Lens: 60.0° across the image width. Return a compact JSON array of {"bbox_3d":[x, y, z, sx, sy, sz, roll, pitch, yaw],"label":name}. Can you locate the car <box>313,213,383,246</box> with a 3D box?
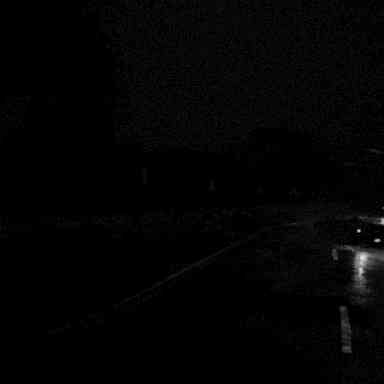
[{"bbox_3d":[7.654,1.750,16.102,1.895,1.301,4.718,1,-1,-2],"label":"car"}]

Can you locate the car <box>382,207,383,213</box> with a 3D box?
[{"bbox_3d":[19.354,1.352,30.298,4.553,1.767,2.097,-2,1,-32],"label":"car"}]
